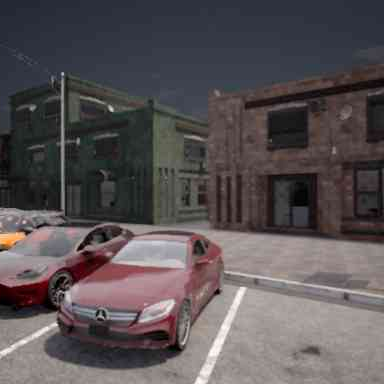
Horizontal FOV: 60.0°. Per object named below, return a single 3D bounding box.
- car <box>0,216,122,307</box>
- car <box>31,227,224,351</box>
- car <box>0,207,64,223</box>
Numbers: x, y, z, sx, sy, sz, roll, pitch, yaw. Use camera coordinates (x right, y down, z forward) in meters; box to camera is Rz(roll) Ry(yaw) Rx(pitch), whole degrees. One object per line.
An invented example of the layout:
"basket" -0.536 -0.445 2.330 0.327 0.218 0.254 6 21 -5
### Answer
"car" -3.003 1.523 8.201 2.163 1.488 4.792 0 -1 16
"car" -0.552 1.530 6.485 2.002 1.452 4.674 1 -1 16
"car" -5.423 1.373 10.009 2.185 1.767 4.553 0 -1 16
